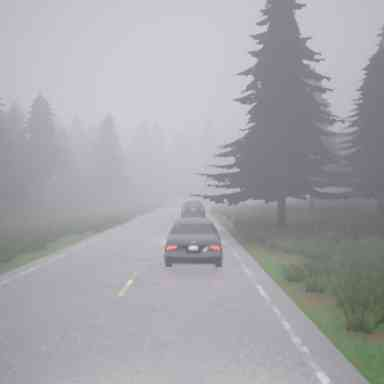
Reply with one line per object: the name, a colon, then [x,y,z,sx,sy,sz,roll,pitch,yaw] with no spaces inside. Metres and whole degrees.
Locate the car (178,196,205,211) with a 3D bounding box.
car: [0.128,1.538,30.185,2.097,1.767,4.553,0,0,0]

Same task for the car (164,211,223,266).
car: [0.066,1.621,11.784,2.033,1.411,5.357,0,0,1]

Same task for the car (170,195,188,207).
car: [-1.862,1.573,56.989,2.150,2.045,5.566,-1,0,22]
